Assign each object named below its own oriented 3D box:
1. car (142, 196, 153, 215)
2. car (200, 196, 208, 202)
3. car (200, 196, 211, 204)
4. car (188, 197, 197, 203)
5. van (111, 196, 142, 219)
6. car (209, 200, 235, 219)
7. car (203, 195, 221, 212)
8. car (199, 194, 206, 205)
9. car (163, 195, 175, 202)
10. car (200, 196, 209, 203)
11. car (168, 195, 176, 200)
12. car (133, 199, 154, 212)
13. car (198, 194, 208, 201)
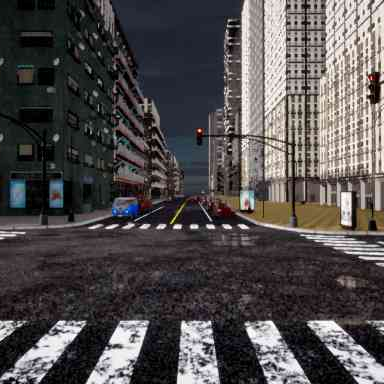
[{"bbox_3d":[-5.667,1.329,33.939,2.192,1.841,5.009,0,0,0],"label":"car"},{"bbox_3d":[2.730,1.636,78.155,1.802,1.307,4.206,0,0,0],"label":"car"},{"bbox_3d":[2.726,1.592,67.100,2.008,1.369,4.403,0,0,0],"label":"car"},{"bbox_3d":[0.129,1.645,69.709,1.895,1.301,4.718,0,0,0],"label":"car"},{"bbox_3d":[-5.670,1.352,28.411,1.690,1.788,3.998,0,0,0],"label":"van"},{"bbox_3d":[2.709,1.592,28.406,1.802,1.307,4.206,0,0,0],"label":"car"},{"bbox_3d":[2.715,1.457,39.462,1.967,1.590,4.097,0,0,0],"label":"car"},{"bbox_3d":[2.722,1.469,56.044,1.967,1.590,4.097,0,0,0],"label":"car"},{"bbox_3d":[-5.649,1.494,78.159,1.967,1.590,4.097,0,0,0],"label":"car"},{"bbox_3d":[2.728,1.592,72.627,1.887,1.381,4.507,0,0,0],"label":"car"},{"bbox_3d":[-5.643,1.643,94.742,1.947,1.339,4.313,0,0,0],"label":"car"},{"bbox_3d":[-5.667,1.561,39.467,1.887,1.381,4.507,0,0,0],"label":"car"},{"bbox_3d":[2.734,1.376,83.683,2.192,1.841,5.009,0,0,0],"label":"car"}]
